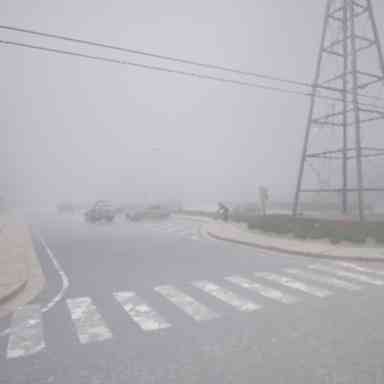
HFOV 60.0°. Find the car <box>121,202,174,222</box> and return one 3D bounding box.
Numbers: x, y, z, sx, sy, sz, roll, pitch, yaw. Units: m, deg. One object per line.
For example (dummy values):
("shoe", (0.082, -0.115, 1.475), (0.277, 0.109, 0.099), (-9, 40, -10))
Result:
("car", (-4.210, 1.977, 31.762), (4.193, 1.474, 1.816), (0, -1, -27))

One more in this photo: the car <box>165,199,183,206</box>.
("car", (-3.797, 2.117, 58.617), (4.605, 1.855, 1.932), (0, -1, -27))

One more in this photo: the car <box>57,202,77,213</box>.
("car", (-19.677, 2.296, 51.651), (2.097, 1.767, 4.553), (0, -1, -28))

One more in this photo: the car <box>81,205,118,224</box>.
("car", (-8.582, 2.118, 30.473), (1.895, 1.301, 4.718), (0, -1, -28))

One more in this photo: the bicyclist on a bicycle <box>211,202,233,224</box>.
("bicyclist on a bicycle", (2.270, 1.594, 25.078), (1.656, 1.620, 0.582), (-1, -1, 7))

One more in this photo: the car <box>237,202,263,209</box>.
("car", (6.675, 1.925, 38.724), (3.905, 1.438, 1.784), (0, -1, -27))

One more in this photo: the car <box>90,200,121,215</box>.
("car", (-10.900, 2.028, 43.483), (3.866, 1.878, 1.905), (0, -1, -27))

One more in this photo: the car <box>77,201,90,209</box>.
("car", (-21.999, 2.627, 64.987), (4.611, 1.667, 2.242), (0, -1, -27))
